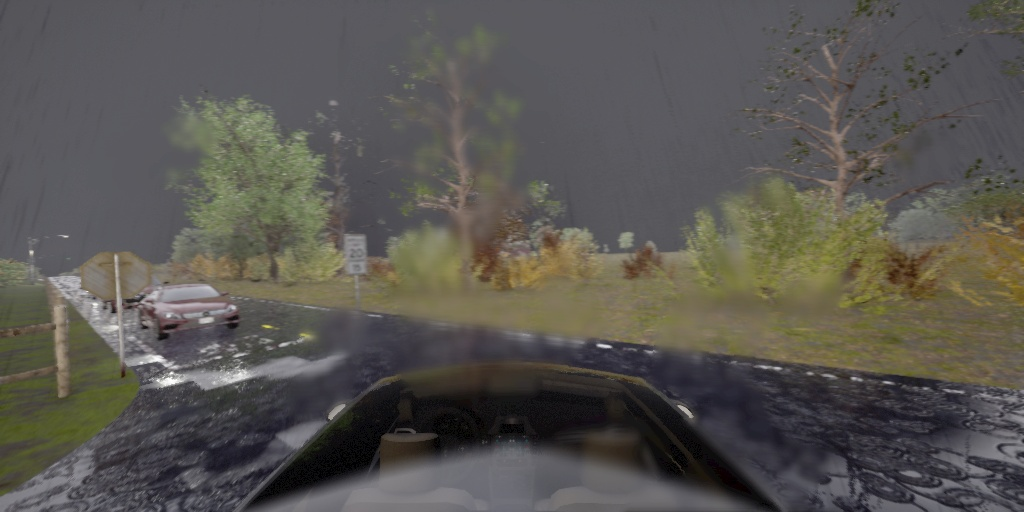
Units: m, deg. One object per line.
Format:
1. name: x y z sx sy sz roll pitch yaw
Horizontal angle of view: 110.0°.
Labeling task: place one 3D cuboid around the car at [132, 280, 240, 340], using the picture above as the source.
1. car: -10.496 1.624 11.564 4.674 1.442 1.812 -2 1 38

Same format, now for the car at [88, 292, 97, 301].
1. car: -28.344 2.205 25.236 4.892 1.490 1.837 -2 1 38

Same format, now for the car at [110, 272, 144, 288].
1. car: -43.655 2.665 40.621 4.902 1.511 2.128 -2 1 37

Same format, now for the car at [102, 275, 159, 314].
1. car: -18.335 1.715 17.560 4.553 1.767 2.097 -2 1 37
